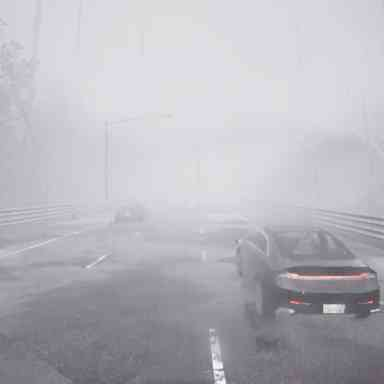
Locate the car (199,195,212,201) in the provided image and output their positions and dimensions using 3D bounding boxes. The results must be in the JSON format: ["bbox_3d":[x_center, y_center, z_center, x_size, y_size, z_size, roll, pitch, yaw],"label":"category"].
[{"bbox_3d":[3.467,1.676,85.835,1.895,1.301,4.718,0,0,7],"label":"car"}]

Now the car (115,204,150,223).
[{"bbox_3d":[-4.454,1.575,25.361,1.994,1.385,4.181,0,0,2],"label":"car"}]

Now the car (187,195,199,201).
[{"bbox_3d":[-0.063,1.621,85.755,2.033,1.411,5.357,0,0,7],"label":"car"}]

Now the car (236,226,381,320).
[{"bbox_3d":[2.114,1.493,7.295,2.128,1.511,4.902,0,0,1],"label":"car"}]

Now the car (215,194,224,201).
[{"bbox_3d":[7.028,1.437,86.204,2.097,1.767,4.553,0,0,7],"label":"car"}]
